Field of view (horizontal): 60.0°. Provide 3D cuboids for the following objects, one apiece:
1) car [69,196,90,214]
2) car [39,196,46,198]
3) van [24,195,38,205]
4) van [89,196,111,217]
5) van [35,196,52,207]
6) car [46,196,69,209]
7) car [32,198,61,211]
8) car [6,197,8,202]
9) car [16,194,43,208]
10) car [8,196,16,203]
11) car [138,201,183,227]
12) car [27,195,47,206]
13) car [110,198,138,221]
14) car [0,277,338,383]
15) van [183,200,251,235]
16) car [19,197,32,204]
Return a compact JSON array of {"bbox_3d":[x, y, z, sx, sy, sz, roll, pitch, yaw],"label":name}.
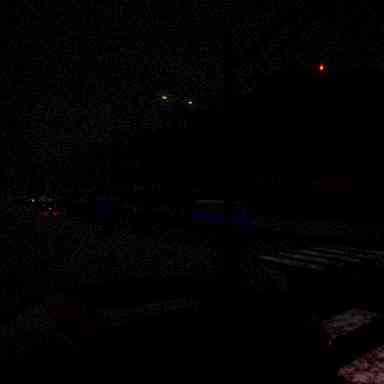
[{"bbox_3d":[-11.367,1.394,36.499,2.192,1.841,5.009,0,0,-36],"label":"car"},{"bbox_3d":[-20.990,1.683,49.813,2.008,1.369,4.403,0,0,-36],"label":"car"},{"bbox_3d":[-30.616,1.526,63.124,1.690,1.788,3.998,0,0,-36],"label":"van"},{"bbox_3d":[-8.159,1.403,32.064,1.690,1.788,3.998,0,0,-36],"label":"van"},{"bbox_3d":[-24.199,1.491,54.250,1.690,1.788,3.998,0,0,-36],"label":"van"},{"bbox_3d":[-17.783,1.430,45.376,2.192,1.841,5.009,0,0,-36],"label":"car"},{"bbox_3d":[-18.294,1.708,41.670,1.895,1.301,4.718,0,0,-35],"label":"car"},{"bbox_3d":[-43.547,1.781,81.011,1.752,1.417,4.829,0,0,-36],"label":"car"},{"bbox_3d":[-24.393,1.363,50.020,2.150,2.045,5.566,0,0,-36],"label":"car"},{"bbox_3d":[-40.240,1.678,76.436,1.967,1.590,4.097,0,0,-36],"label":"car"},{"bbox_3d":[-1.742,1.470,23.190,1.967,1.590,4.097,0,0,-36],"label":"car"},{"bbox_3d":[-27.408,1.483,58.687,2.192,1.841,5.009,0,0,-36],"label":"car"},{"bbox_3d":[-4.950,1.486,27.627,1.967,1.590,4.097,0,0,-36],"label":"car"},{"bbox_3d":[-0.731,1.524,2.551,4.674,1.442,1.812,0,0,-36],"label":"car"},{"bbox_3d":[1.466,1.355,18.753,1.690,1.788,3.998,0,0,-36],"label":"van"},{"bbox_3d":[-33.923,1.729,67.699,1.752,1.417,4.829,0,0,-36],"label":"car"}]
